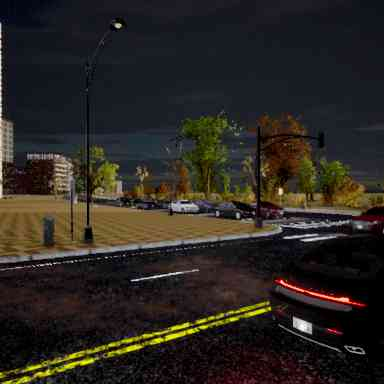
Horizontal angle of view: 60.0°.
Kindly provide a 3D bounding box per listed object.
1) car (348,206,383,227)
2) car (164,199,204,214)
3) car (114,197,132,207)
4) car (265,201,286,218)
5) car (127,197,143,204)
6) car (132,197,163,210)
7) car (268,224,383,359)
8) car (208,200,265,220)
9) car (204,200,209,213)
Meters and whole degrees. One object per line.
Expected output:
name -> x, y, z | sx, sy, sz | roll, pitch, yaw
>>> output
car -> 10.640, 1.523, 18.398 | 4.674, 1.442, 1.812 | 0, 0, -32
car -> -1.007, 1.607, 37.004 | 1.812, 1.442, 4.674 | 0, 0, -31
car -> -11.238, 1.627, 54.202 | 1.837, 1.490, 4.892 | 0, 0, -29
car -> 6.597, 1.573, 30.849 | 1.812, 1.442, 4.674 | 0, 0, -30
car -> -11.849, 1.681, 68.807 | 1.994, 1.385, 4.181 | 0, 0, -29
car -> -6.189, 1.667, 45.535 | 1.994, 1.385, 4.181 | 0, 0, -31
car -> 3.452, 1.504, 5.733 | 4.892, 1.490, 1.837 | 0, 0, -34
car -> 3.795, 1.564, 29.216 | 1.837, 1.490, 4.892 | 0, 0, -32
car -> 1.511, 1.618, 39.111 | 2.033, 1.411, 5.357 | 0, 0, -32
